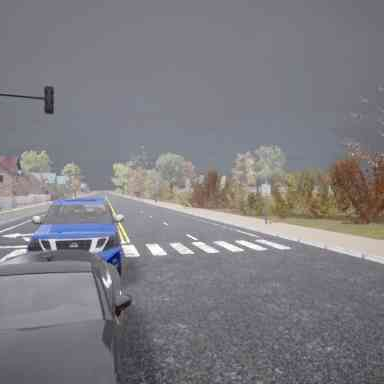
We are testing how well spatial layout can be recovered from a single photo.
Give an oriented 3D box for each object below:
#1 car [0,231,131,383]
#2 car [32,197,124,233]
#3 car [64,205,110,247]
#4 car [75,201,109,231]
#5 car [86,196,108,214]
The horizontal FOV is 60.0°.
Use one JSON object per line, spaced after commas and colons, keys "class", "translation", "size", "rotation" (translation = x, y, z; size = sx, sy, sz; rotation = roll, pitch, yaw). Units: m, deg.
{"class": "car", "translation": [-1.740, 1.524, 3.956], "size": [1.812, 1.442, 4.674], "rotation": [0, 0, -12]}
{"class": "car", "translation": [-3.345, 1.217, 10.054], "size": [2.150, 2.045, 5.566], "rotation": [0, 0, -15]}
{"class": "car", "translation": [-4.968, 1.497, 16.135], "size": [1.837, 1.490, 4.892], "rotation": [0, 0, -15]}
{"class": "car", "translation": [-6.505, 1.466, 21.889], "size": [1.882, 1.535, 5.008], "rotation": [0, 0, -15]}
{"class": "car", "translation": [-10.101, 1.327, 35.378], "size": [2.097, 1.767, 4.553], "rotation": [0, 0, -15]}
